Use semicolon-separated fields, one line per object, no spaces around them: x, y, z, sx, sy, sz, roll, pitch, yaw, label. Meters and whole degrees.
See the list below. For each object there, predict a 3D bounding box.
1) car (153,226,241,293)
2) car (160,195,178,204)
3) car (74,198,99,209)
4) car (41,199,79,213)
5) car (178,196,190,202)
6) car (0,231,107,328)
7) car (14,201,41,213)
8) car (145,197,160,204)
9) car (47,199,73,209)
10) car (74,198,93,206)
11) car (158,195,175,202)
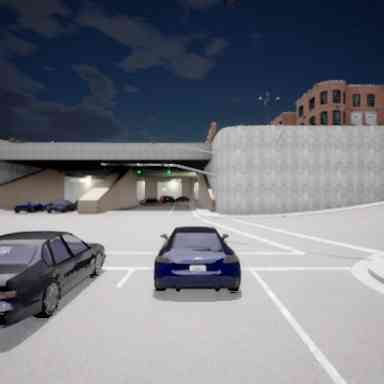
0.082;1.607;8.964;1.994;1.385;4.181;0;-1;-1;car
-4.778;1.510;69.372;2.097;1.767;4.553;0;0;6;car
-15.036;1.598;47.529;2.128;1.511;4.902;0;0;-1;car
-14.806;1.632;38.009;2.033;1.411;5.357;0;0;-1;car
-2.151;1.701;79.168;1.812;1.442;4.674;0;0;28;car
-3.410;1.573;7.312;2.033;1.411;5.357;0;-1;0;car
-18.303;1.685;37.901;1.895;1.301;4.718;0;0;-1;car
-8.297;1.694;69.079;2.033;1.411;5.357;0;0;6;car
-18.527;1.706;47.063;1.895;1.301;4.718;0;0;-1;car
-18.744;1.693;57.697;1.994;1.385;4.181;0;0;-1;car
-5.957;1.532;79.130;2.097;1.767;4.553;0;0;24;car
